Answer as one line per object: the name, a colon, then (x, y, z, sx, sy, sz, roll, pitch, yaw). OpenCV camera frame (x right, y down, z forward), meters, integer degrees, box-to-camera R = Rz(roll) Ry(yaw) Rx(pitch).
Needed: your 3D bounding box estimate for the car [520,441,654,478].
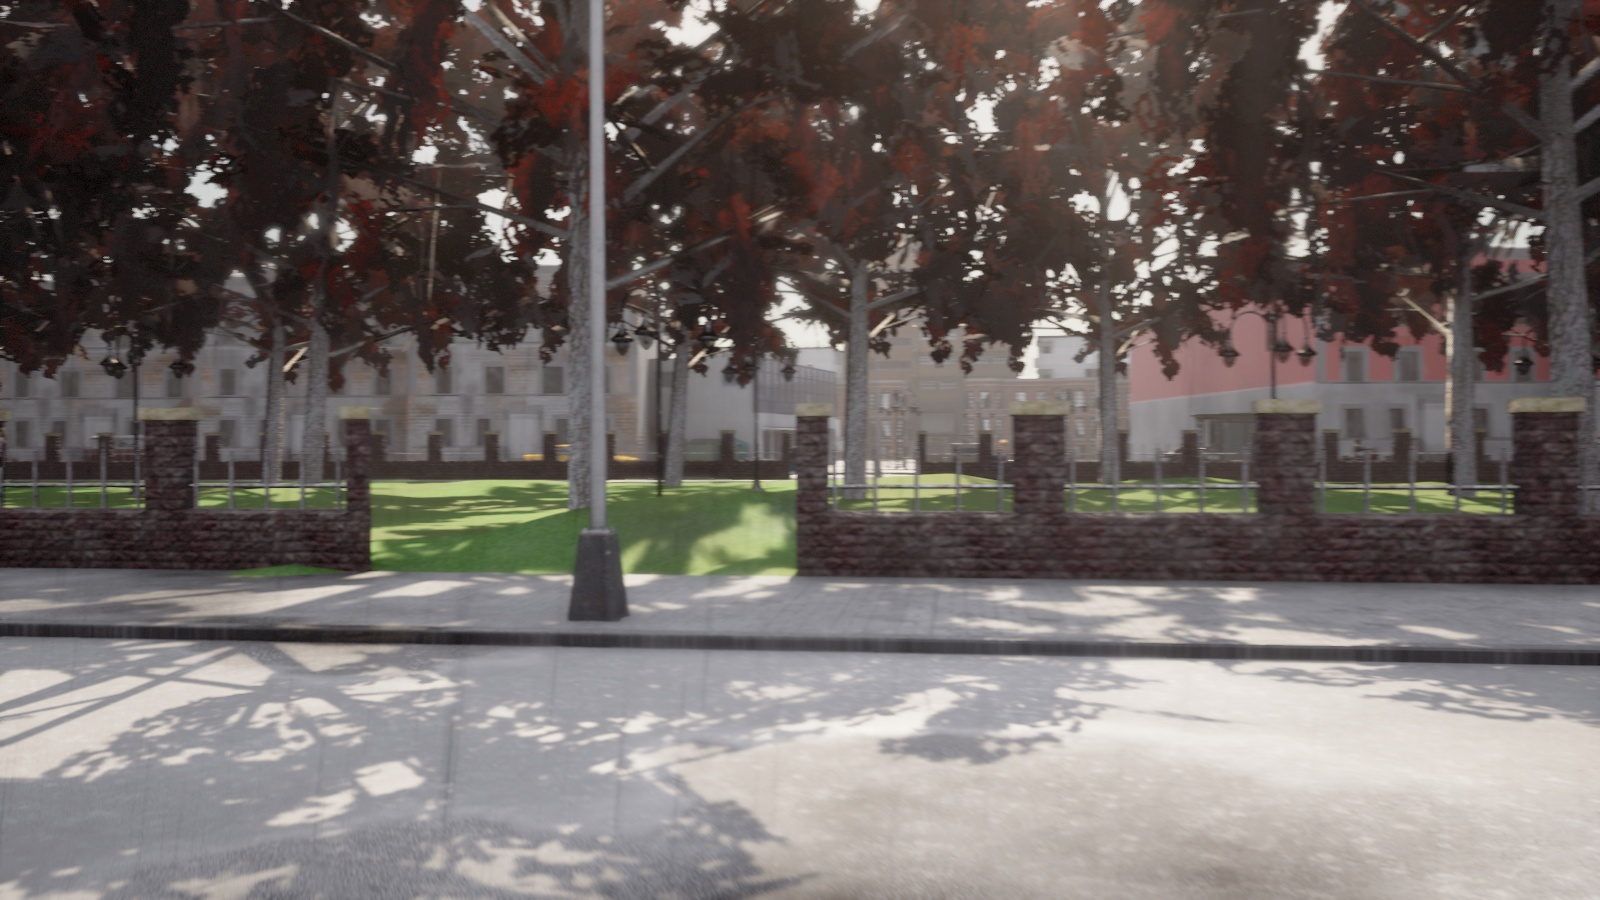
car: (-9.115, 0.388, 53.805, 5.366, 1.575, 1.801, 0, 0, 8)

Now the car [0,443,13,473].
car: (-42.025, 0.407, 62.192, 4.902, 1.511, 2.128, 0, 0, 8)

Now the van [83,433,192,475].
van: (-32.086, 0.196, 60.878, 4.442, 1.987, 1.775, 0, 0, 8)
